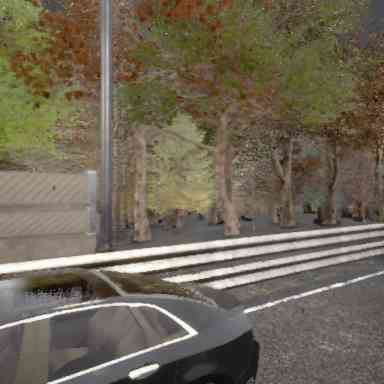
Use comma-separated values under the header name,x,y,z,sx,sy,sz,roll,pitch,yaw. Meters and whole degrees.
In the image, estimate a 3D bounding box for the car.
name,x,y,z,sx,sy,sz,roll,pitch,yaw
car,-1.595,1.505,2.546,4.892,1.490,1.837,0,0,-35
